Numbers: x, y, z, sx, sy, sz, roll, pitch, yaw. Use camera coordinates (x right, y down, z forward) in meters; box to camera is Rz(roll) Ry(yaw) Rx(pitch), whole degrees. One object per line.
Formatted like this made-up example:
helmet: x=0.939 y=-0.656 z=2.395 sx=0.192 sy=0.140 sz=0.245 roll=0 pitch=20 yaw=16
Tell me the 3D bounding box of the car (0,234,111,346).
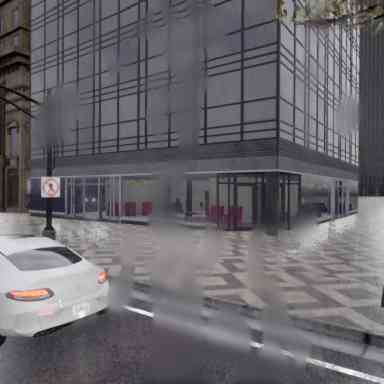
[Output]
car: x=-3.487 y=1.524 z=6.168 sx=4.674 sy=1.442 sz=1.812 roll=0 pitch=0 yaw=35
